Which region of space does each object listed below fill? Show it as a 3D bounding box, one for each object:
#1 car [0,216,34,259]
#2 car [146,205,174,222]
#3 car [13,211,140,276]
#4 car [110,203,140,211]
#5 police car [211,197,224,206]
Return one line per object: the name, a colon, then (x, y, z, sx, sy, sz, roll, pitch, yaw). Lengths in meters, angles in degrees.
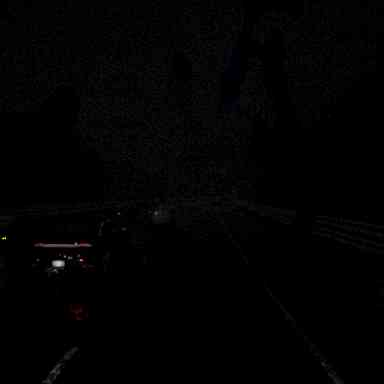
car: (-6.731, 1.630, 12.741, 1.812, 1.442, 4.674, 0, 0, 1)
car: (-2.675, 1.806, 28.783, 1.994, 1.385, 4.181, 0, 0, 3)
car: (-3.270, 1.580, 10.677, 2.128, 1.511, 4.902, 0, 0, 1)
car: (-6.086, 1.735, 30.731, 1.882, 1.535, 5.008, 0, 0, 3)
police car: (5.150, 2.093, 70.656, 1.930, 1.638, 5.238, 0, -1, 7)
